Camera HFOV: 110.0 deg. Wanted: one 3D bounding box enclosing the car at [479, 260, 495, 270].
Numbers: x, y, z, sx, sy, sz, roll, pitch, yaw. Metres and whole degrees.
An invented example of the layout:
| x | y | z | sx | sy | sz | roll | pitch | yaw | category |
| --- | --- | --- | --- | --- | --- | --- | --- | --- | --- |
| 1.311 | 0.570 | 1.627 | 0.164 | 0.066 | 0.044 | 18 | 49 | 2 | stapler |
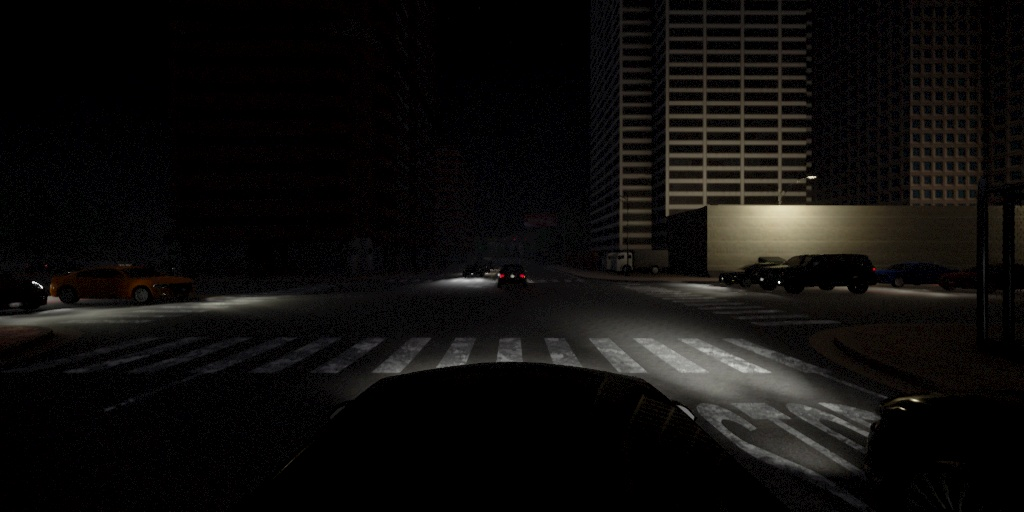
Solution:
| x | y | z | sx | sy | sz | roll | pitch | yaw | category |
| --- | --- | --- | --- | --- | --- | --- | --- | --- | --- |
| -3.797 | 1.277 | 55.016 | 2.033 | 1.411 | 5.357 | 0 | 0 | 0 | car |

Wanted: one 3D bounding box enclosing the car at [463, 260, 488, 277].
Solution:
| x | y | z | sx | sy | sz | roll | pitch | yaw | category |
| --- | --- | --- | --- | --- | --- | --- | --- | --- | --- |
| -3.719 | 1.338 | 35.450 | 1.895 | 1.301 | 4.718 | 0 | 0 | -1 | car |

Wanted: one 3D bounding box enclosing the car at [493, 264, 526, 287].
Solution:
| x | y | z | sx | sy | sz | roll | pitch | yaw | category |
| --- | --- | --- | --- | --- | --- | --- | --- | --- | --- |
| 0.001 | 1.279 | 24.105 | 2.033 | 1.411 | 5.357 | 0 | 0 | 0 | car |

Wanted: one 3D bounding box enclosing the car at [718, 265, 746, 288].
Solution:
| x | y | z | sx | sy | sz | roll | pitch | yaw | category |
| --- | --- | --- | --- | --- | --- | --- | --- | --- | --- |
| 15.763 | 1.191 | 22.751 | 4.892 | 1.490 | 1.837 | 0 | 0 | 0 | car |

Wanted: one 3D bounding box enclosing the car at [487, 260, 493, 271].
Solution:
| x | y | z | sx | sy | sz | roll | pitch | yaw | category |
| --- | --- | --- | --- | --- | --- | --- | --- | --- | --- |
| -3.782 | 1.211 | 44.736 | 1.882 | 1.535 | 5.008 | 0 | 0 | 0 | car |

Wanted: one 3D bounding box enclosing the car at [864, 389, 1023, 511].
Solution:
| x | y | z | sx | sy | sz | roll | pitch | yaw | category |
| --- | --- | --- | --- | --- | --- | --- | --- | --- | --- |
| 3.606 | 1.242 | 0.689 | 2.128 | 1.511 | 4.902 | 0 | 0 | 0 | car |

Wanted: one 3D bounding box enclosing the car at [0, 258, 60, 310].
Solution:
| x | y | z | sx | sy | sz | roll | pitch | yaw | category |
| --- | --- | --- | --- | --- | --- | --- | --- | --- | --- |
| -18.775 | 1.042 | 12.041 | 4.553 | 1.767 | 2.097 | 0 | 0 | 2 | car |

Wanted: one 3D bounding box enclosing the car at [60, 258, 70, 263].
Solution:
| x | y | z | sx | sy | sz | roll | pitch | yaw | category |
| --- | --- | --- | --- | --- | --- | --- | --- | --- | --- |
| -50.147 | 1.032 | 39.453 | 2.097 | 1.767 | 4.553 | 0 | 0 | -14 | car |

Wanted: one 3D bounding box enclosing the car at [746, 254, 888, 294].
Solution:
| x | y | z | sx | sy | sz | roll | pitch | yaw | category |
| --- | --- | --- | --- | --- | --- | --- | --- | --- | --- |
| 16.164 | 0.910 | 19.252 | 5.566 | 2.045 | 2.150 | 0 | 0 | 0 | car |

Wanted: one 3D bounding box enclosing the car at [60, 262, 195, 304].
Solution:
| x | y | z | sx | sy | sz | roll | pitch | yaw | category |
| --- | --- | --- | --- | --- | --- | --- | --- | --- | --- |
| -16.549 | 1.167 | 15.399 | 5.008 | 1.535 | 1.882 | 0 | 0 | 1 | car |

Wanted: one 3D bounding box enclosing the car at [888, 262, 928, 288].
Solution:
| x | y | z | sx | sy | sz | roll | pitch | yaw | category |
| --- | --- | --- | --- | --- | --- | --- | --- | --- | --- |
| 25.253 | 1.164 | 22.810 | 5.008 | 1.535 | 1.882 | 0 | 0 | 0 | car |

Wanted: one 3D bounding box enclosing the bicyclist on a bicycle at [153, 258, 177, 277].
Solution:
| x | y | z | sx | sy | sz | roll | pitch | yaw | category |
| --- | --- | --- | --- | --- | --- | --- | --- | --- | --- |
| -26.639 | 0.985 | 27.585 | 0.582 | 1.620 | 1.656 | 0 | 0 | 10 | bicyclist on a bicycle |

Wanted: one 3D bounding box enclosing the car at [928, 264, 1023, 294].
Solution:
| x | y | z | sx | sy | sz | roll | pitch | yaw | category |
| --- | --- | --- | --- | --- | --- | --- | --- | --- | --- |
| 26.152 | 1.166 | 19.316 | 5.008 | 1.535 | 1.882 | 0 | 0 | 0 | car |
